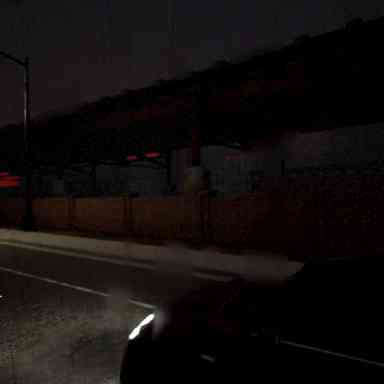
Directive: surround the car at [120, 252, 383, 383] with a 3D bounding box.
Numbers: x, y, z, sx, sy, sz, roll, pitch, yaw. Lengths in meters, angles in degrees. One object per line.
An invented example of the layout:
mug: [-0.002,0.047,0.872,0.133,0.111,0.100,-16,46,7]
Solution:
car: [1.471,1.355,2.943,4.553,1.767,2.097,-1,0,36]
